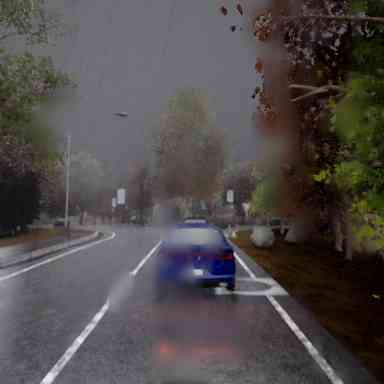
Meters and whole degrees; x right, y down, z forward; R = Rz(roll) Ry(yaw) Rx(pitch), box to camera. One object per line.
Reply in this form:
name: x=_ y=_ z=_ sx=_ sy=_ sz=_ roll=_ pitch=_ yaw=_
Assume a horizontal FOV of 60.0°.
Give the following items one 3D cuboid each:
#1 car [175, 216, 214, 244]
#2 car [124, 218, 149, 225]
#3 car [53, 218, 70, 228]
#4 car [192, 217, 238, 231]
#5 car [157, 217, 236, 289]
car: x=0.276 y=2.214 z=20.202 sx=2.033 sy=1.411 sz=5.357 roll=0 pitch=-4 yaw=3
car: x=-11.341 y=5.944 z=67.626 sx=5.008 sy=1.535 sz=1.882 roll=3 pitch=-6 yaw=-29
car: x=-19.115 y=4.561 z=48.814 sx=2.033 sy=1.411 sz=5.357 roll=1 pitch=-5 yaw=-14
car: x=2.632 y=3.598 z=38.143 sx=4.892 sy=1.490 sz=1.837 roll=2 pitch=-3 yaw=-22
car: x=0.103 y=1.659 z=9.661 sx=1.882 sy=1.535 sz=5.008 roll=0 pitch=-2 yaw=0
